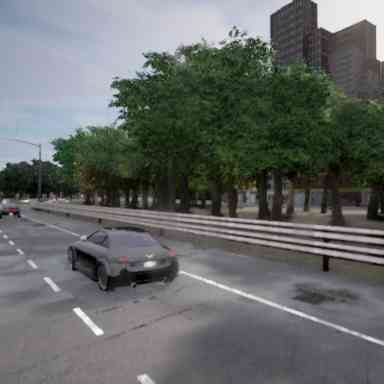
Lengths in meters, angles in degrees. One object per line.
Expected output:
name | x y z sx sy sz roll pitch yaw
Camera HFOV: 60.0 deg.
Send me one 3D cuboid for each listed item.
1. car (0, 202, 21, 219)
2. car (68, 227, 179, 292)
car | -18.758 1.889 34.005 1.837 1.490 4.892 1 -1 -34
car | -2.107 1.688 9.469 1.994 1.385 4.181 1 -1 -34
